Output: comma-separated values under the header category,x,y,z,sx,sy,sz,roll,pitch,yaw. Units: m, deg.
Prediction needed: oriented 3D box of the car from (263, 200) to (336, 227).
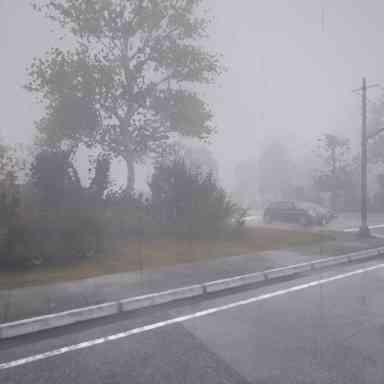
category,x,y,z,sx,sy,sz,roll,pitch,yaw
car,7.313,1.425,23.643,2.097,1.767,4.553,0,-1,-38

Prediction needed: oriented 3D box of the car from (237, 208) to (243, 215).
category,x,y,z,sx,sy,sz,roll,pitch,yaw
car,3.501,1.779,33.716,1.994,1.385,4.181,0,-1,-42

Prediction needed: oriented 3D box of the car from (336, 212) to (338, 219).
category,x,y,z,sx,sy,sz,roll,pitch,yaw
car,9.212,1.592,26.889,1.837,1.490,4.892,0,-1,-42

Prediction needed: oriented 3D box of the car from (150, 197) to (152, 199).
category,x,y,z,sx,sy,sz,roll,pitch,yaw
car,-6.113,1.846,53.041,5.566,2.045,2.150,-2,-1,40
